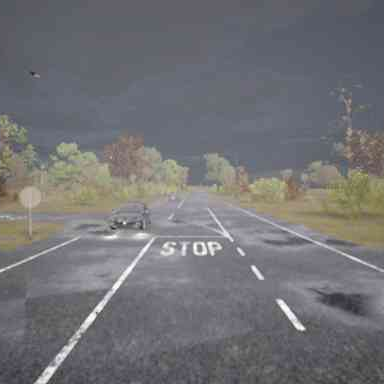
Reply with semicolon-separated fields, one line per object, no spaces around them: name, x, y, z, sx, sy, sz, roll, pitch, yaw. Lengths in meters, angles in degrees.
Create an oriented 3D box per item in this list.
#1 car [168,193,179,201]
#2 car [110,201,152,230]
car;-3.412;0.951;61.898;2.128;1.511;4.902;0;1;0
car;-3.488;1.341;19.646;1.837;1.490;4.892;0;1;0
